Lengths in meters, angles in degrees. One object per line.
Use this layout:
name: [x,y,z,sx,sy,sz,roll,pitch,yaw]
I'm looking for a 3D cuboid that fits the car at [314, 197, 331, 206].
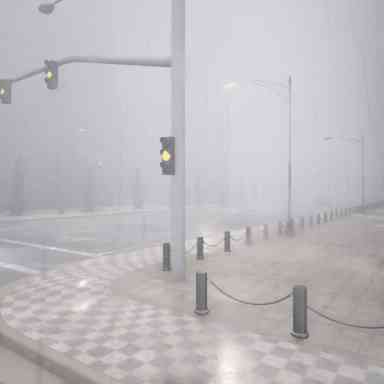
car: [21.417,1.508,54.572,1.994,1.385,4.181,0,0,35]
